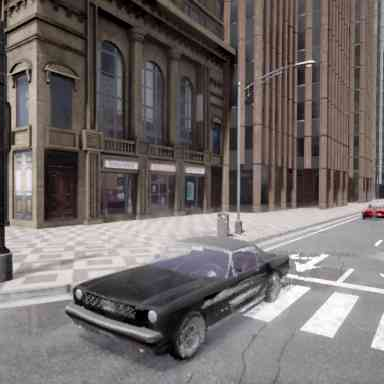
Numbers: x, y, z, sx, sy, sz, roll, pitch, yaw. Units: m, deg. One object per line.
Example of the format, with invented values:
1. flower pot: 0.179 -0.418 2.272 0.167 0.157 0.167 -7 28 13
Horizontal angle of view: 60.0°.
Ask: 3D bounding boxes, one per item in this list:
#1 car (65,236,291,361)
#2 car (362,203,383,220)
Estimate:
1. car: 0.173 1.588 6.190 1.895 1.301 4.718 1 0 35
2. car: 15.332 1.625 27.466 1.895 1.301 4.718 1 0 35
